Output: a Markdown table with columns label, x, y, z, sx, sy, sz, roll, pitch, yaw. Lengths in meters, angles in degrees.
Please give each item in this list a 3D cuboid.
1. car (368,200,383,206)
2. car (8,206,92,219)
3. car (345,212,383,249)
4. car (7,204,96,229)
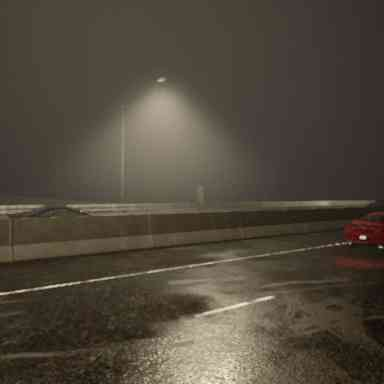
| label | x | y | z | sx | sy | sz | roll | pitch | yaw |
| --- | --- | --- | --- | --- | --- | --- | --- | --- | --- |
| car | 27.709 | 1.864 | 48.539 | 5.008 | 1.535 | 1.882 | 1 | 0 | -33 |
| car | -6.676 | 1.588 | 16.410 | 4.181 | 1.385 | 1.994 | 1 | 0 | -35 |
| car | 8.498 | 1.584 | 14.004 | 5.008 | 1.535 | 1.882 | 1 | 0 | -35 |
| car | -9.599 | 1.580 | 22.924 | 5.357 | 1.411 | 2.033 | 1 | 0 | -35 |
